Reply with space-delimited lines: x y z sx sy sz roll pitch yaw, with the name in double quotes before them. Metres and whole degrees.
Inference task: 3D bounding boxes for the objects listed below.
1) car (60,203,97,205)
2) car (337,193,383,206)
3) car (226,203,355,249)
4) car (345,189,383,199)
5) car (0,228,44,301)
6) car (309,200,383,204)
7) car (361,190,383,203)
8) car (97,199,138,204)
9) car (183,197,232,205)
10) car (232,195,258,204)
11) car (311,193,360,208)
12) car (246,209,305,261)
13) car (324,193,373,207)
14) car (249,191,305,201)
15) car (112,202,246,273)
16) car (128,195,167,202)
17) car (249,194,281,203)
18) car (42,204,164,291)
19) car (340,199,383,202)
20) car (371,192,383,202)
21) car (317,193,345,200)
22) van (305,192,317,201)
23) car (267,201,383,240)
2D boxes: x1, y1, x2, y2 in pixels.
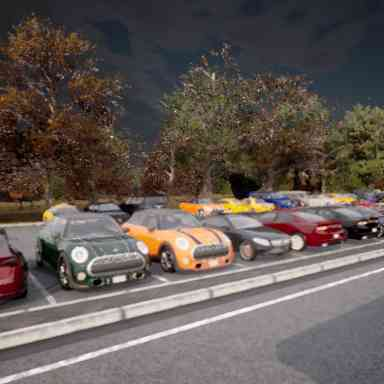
"car" -8.202 1.517 21.545 1.946 1.575 5.366 0 0 -35
"car" 21.442 0.880 42.566 2.163 1.488 4.792 -2 1 -35
"car" 3.907 1.471 14.275 2.097 1.535 5.008 -1 1 -35
"car" 13.010 1.021 20.693 2.435 2.045 5.566 -1 1 -35
"car" -5.242 1.572 7.911 2.163 1.488 4.792 0 0 -35
"car" 8.488 1.416 17.455 2.163 1.488 4.792 -1 1 -35
"car" 26.037 0.602 45.711 2.185 1.767 4.553 -2 1 -35
"car" -6.027 1.498 23.301 2.097 1.535 5.008 -1 0 -35
"car" 0.812 1.258 28.122 2.185 1.767 4.553 -1 1 -35
"car" 3.116 1.330 29.691 2.097 1.535 5.008 -1 1 -35
"car" 16.895 0.971 39.354 2.097 1.535 5.008 -2 1 -35
"car" 1.617 1.542 12.683 2.002 1.452 4.674 -1 1 -35
"car" 19.176 0.912 40.952 2.231 1.521 4.892 -2 1 -35
"car" 7.788 0.957 32.934 2.435 2.045 5.566 -1 1 -35
"car" -0.683 1.399 11.106 2.185 1.767 4.553 -1 0 -35
"car" -3.758 1.217 24.918 2.435 2.045 5.566 -1 1 -35
"car" 5.389 1.265 31.515 1.946 1.575 5.366 -1 1 -35
"car" -2.960 1.413 9.512 2.185 1.767 4.553 0 0 -35
"car" 10.754 1.372 19.075 2.002 1.452 4.674 -1 1 -35
"car" 28.301 0.706 47.338 2.002 1.452 4.674 -2 1 -35
"car" 14.617 1.071 37.755 2.002 1.452 4.674 -1 1 -35
"van" 10.119 0.924 34.460 1.878 1.987 4.442 -1 1 -35
"car" 6.191 1.433 15.876 2.097 1.535 5.008 -1 1 -35
